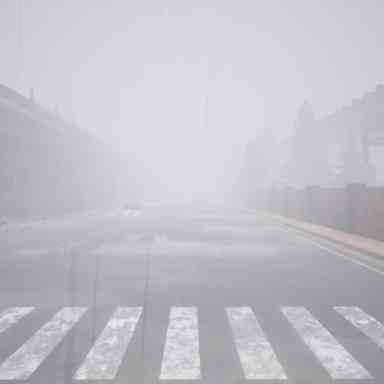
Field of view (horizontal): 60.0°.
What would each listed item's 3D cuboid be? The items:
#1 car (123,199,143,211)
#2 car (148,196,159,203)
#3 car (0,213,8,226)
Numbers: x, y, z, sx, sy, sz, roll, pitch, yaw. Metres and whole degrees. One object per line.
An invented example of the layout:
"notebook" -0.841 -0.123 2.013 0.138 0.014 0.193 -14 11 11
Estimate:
"car" -7.157 1.546 40.878 1.994 1.385 4.181 0 0 -1
"car" -7.714 1.559 67.548 1.895 1.301 4.718 0 0 -1
"car" -13.426 1.542 19.143 5.357 1.411 2.033 0 0 11
